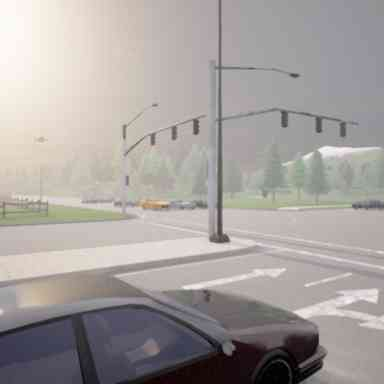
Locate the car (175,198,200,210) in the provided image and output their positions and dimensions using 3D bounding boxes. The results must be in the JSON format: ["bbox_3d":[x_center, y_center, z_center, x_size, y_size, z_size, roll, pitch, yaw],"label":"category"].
[{"bbox_3d":[-1.464,1.606,42.923,1.895,1.301,4.718,0,0,-35],"label":"car"}]

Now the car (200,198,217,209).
[{"bbox_3d":[1.389,1.553,44.956,2.033,1.411,5.357,0,0,-35],"label":"car"}]

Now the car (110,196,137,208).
[{"bbox_3d":[-9.948,1.530,48.982,1.812,1.442,4.674,0,0,-35],"label":"car"}]

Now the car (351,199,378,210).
[{"bbox_3d":[22.927,1.557,43.075,5.357,1.411,2.033,0,0,-32],"label":"car"}]

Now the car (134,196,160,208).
[{"bbox_3d":[-6.973,1.482,50.836,1.882,1.535,5.008,0,0,-35],"label":"car"}]

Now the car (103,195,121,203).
[{"bbox_3d":[-17.301,1.509,71.937,2.128,1.511,4.902,0,0,-35],"label":"car"}]

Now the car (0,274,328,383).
[{"bbox_3d":[-1.058,1.548,3.008,5.357,1.411,2.033,0,0,-36],"label":"car"}]

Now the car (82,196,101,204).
[{"bbox_3d":[-19.089,1.568,62.187,1.994,1.385,4.181,0,0,-34],"label":"car"}]

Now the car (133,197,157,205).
[{"bbox_3d":[-8.416,1.553,59.077,2.033,1.411,5.357,0,0,-35],"label":"car"}]

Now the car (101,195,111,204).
[{"bbox_3d":[-17.690,1.530,66.363,1.812,1.442,4.674,0,0,-35],"label":"car"}]

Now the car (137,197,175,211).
[{"bbox_3d":[-4.579,1.482,41.271,1.882,1.535,5.008,0,0,-35],"label":"car"}]

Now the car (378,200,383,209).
[{"bbox_3d":[25.499,1.231,40.645,5.566,2.045,2.150,0,0,-35],"label":"car"}]
